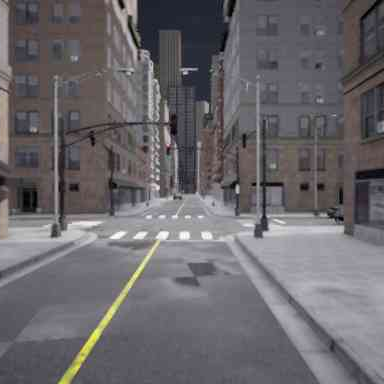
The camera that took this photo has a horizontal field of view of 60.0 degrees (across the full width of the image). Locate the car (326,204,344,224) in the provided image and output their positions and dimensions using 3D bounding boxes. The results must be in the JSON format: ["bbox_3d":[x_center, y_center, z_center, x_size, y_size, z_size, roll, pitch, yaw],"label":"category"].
[{"bbox_3d":[11.425,1.423,21.840,4.902,1.511,2.128,0,0,0],"label":"car"}]

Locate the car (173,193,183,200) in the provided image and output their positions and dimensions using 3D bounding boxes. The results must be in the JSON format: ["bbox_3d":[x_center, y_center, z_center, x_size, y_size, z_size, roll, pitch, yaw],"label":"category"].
[{"bbox_3d":[-3.007,0.956,71.521,1.882,1.535,5.008,0,0,0],"label":"car"}]
